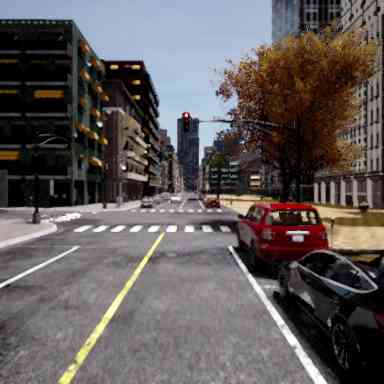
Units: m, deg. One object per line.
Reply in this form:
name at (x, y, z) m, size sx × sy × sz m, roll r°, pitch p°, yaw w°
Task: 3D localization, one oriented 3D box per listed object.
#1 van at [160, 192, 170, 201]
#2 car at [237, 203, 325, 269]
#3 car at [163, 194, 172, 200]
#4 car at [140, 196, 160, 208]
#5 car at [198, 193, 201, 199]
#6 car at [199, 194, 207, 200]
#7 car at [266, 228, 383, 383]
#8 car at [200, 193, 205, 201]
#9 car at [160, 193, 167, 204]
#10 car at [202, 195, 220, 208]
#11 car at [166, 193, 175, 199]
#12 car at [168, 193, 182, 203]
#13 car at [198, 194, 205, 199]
van at (-5.684, 1.010, 70.893) m, size 1.690 × 1.788 × 3.998 m, roll 0°, pitch 0°, yaw 0°
car at (2.694, 1.257, 10.840) m, size 2.192 × 1.841 × 5.009 m, roll 0°, pitch 0°, yaw 0°
car at (-5.684, 1.228, 76.426) m, size 1.802 × 1.307 × 4.206 m, roll 0°, pitch 0°, yaw 0°
car at (-5.686, 1.334, 43.230) m, size 2.008 × 1.369 × 4.403 m, roll 0°, pitch 0°, yaw 0°
car at (2.696, 1.251, 70.892) m, size 1.802 × 1.307 × 4.206 m, roll 0°, pitch 0°, yaw 0°
car at (2.696, 1.150, 82.128) m, size 1.752 × 1.417 × 4.829 m, roll 0°, pitch 0°, yaw 0°
car at (2.693, 1.537, 5.319) m, size 1.947 × 1.339 × 4.313 m, roll 0°, pitch 0°, yaw 0°
car at (2.695, 1.260, 54.465) m, size 1.752 × 1.417 × 4.829 m, roll 0°, pitch 0°, yaw 0°
car at (-5.685, 1.286, 54.296) m, size 2.008 × 1.369 × 4.403 m, roll 0°, pitch 0°, yaw 0°
car at (2.695, 1.328, 43.229) m, size 1.887 × 1.381 × 4.507 m, roll 0°, pitch 0°, yaw 0°
car at (-5.684, 1.045, 87.491) m, size 1.967 × 1.590 × 4.097 m, roll 0°, pitch 0°, yaw 0°
car at (-2.994, 1.237, 61.813) m, size 1.812 × 1.442 × 4.674 m, roll 0°, pitch 0°, yaw 0°
car at (2.697, 1.130, 93.023) m, size 1.887 × 1.381 × 4.507 m, roll 0°, pitch 0°, yaw 0°
